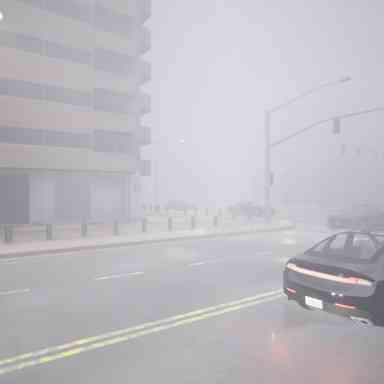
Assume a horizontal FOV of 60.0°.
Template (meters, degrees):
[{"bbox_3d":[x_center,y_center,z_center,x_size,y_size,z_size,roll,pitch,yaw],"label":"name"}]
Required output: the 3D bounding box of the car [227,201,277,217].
[{"bbox_3d":[5.494,1.545,30.774,1.895,1.301,4.718,0,0,-35],"label":"car"}]

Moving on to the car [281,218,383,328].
[{"bbox_3d":[3.876,1.492,6.511,4.902,1.511,2.128,0,0,-35],"label":"car"}]

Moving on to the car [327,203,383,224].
[{"bbox_3d":[9.958,1.456,19.537,5.008,1.535,1.882,0,0,-35],"label":"car"}]

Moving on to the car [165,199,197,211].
[{"bbox_3d":[-1.418,1.545,40.614,1.895,1.301,4.718,0,0,-35],"label":"car"}]
